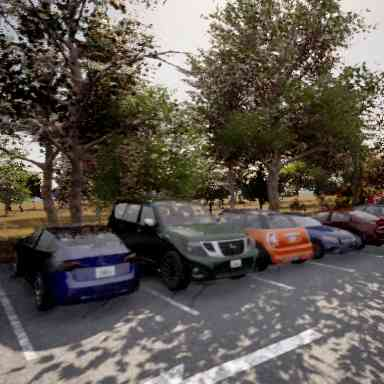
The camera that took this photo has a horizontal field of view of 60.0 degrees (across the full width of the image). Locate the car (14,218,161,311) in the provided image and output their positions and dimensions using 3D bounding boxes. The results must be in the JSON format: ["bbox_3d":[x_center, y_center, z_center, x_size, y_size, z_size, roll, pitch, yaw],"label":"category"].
[{"bbox_3d":[-2.937,1.509,7.999,2.163,1.488,4.792,0,0,-35],"label":"car"}]

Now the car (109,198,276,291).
[{"bbox_3d":[-0.634,1.226,9.571,2.435,2.045,5.566,0,0,-35],"label":"car"}]

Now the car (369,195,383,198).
[{"bbox_3d":[12.973,1.201,19.270,2.435,2.045,5.566,0,0,-35],"label":"car"}]

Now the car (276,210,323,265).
[{"bbox_3d":[1.635,1.348,11.185,2.185,1.767,4.553,0,0,-35],"label":"car"}]

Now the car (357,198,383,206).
[{"bbox_3d":[8.438,1.337,16.033,2.185,1.767,4.553,0,0,-35],"label":"car"}]

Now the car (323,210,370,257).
[{"bbox_3d":[3.883,1.510,12.829,2.002,1.452,4.674,0,0,-35],"label":"car"}]

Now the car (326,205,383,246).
[{"bbox_3d":[6.156,1.467,14.439,2.097,1.535,5.008,0,0,-35],"label":"car"}]
